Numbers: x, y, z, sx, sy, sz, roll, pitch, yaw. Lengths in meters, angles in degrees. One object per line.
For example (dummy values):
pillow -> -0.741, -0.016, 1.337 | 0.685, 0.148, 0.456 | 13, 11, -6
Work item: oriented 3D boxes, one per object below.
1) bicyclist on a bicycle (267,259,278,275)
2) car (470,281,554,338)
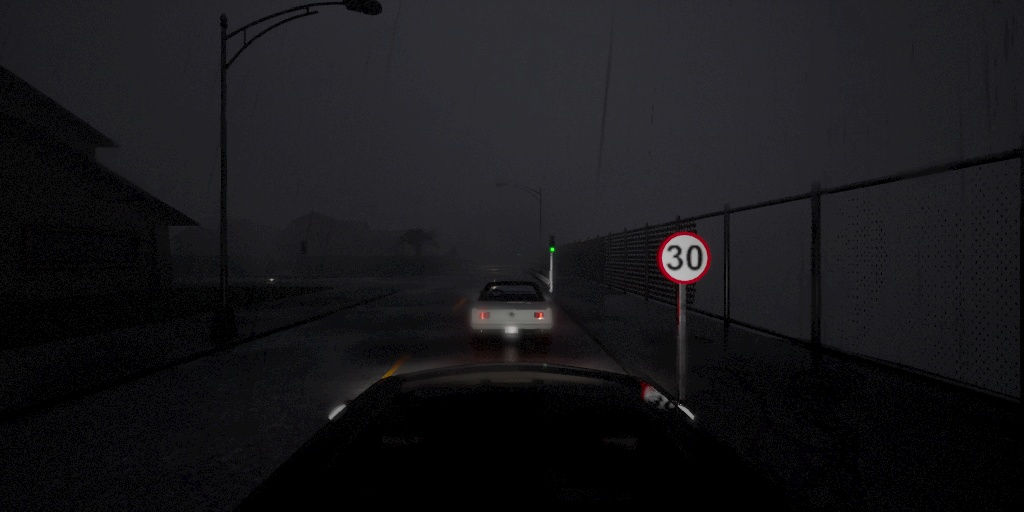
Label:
bicyclist on a bicycle -> -24.324, 1.099, 36.471 | 0.582, 1.620, 1.656 | 0, 0, 0
car -> -0.002, 1.351, 10.165 | 1.895, 1.301, 4.718 | 0, 0, 0
